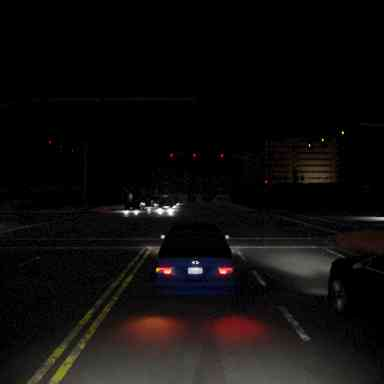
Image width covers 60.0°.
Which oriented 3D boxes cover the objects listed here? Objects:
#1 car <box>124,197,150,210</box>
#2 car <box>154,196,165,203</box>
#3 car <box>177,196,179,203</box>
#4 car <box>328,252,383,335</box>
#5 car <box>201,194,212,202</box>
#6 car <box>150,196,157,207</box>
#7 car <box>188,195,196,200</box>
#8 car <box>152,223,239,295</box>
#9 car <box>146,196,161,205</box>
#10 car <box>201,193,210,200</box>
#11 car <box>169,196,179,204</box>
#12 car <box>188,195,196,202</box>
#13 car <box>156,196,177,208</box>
[{"bbox_3d":[-7.171,1.541,42.288,2.033,1.411,5.357,0,0,2],"label":"car"},{"bbox_3d":[-7.051,1.542,71.649,1.994,1.385,4.181,0,0,0],"label":"car"},{"bbox_3d":[-3.624,1.483,56.854,2.128,1.511,4.902,0,0,0],"label":"car"},{"bbox_3d":[3.559,1.491,4.599,2.128,1.511,4.902,0,0,0],"label":"car"},{"bbox_3d":[3.447,1.333,74.634,2.097,1.767,4.553,0,0,0],"label":"car"},{"bbox_3d":[-7.130,1.497,51.930,1.837,1.490,4.892,0,0,0],"label":"car"},{"bbox_3d":[-0.061,1.412,84.616,1.994,1.385,4.181,0,0,0],"label":"car"},{"bbox_3d":[0.077,1.546,8.842,2.033,1.411,5.357,0,0,0],"label":"car"},{"bbox_3d":[-7.107,1.538,61.730,2.033,1.411,5.357,0,0,0],"label":"car"},{"bbox_3d":[3.439,1.215,84.590,2.097,1.767,4.553,0,0,0],"label":"car"},{"bbox_3d":[-3.569,1.495,66.900,1.837,1.490,4.892,0,0,0],"label":"car"},{"bbox_3d":[-0.053,1.520,74.342,2.033,1.411,5.357,0,0,0],"label":"car"},{"bbox_3d":[-3.633,1.594,47.537,1.895,1.301,4.718,0,0,0],"label":"car"}]
